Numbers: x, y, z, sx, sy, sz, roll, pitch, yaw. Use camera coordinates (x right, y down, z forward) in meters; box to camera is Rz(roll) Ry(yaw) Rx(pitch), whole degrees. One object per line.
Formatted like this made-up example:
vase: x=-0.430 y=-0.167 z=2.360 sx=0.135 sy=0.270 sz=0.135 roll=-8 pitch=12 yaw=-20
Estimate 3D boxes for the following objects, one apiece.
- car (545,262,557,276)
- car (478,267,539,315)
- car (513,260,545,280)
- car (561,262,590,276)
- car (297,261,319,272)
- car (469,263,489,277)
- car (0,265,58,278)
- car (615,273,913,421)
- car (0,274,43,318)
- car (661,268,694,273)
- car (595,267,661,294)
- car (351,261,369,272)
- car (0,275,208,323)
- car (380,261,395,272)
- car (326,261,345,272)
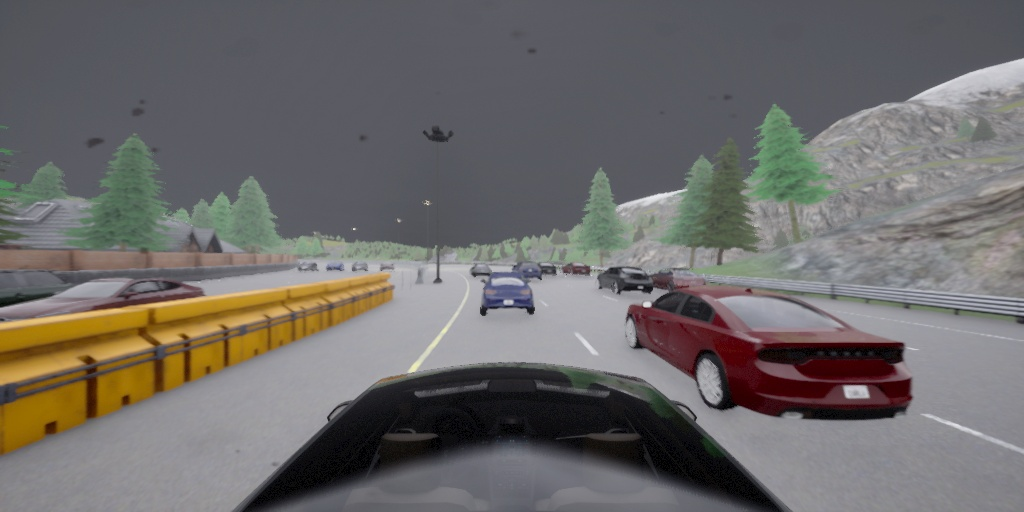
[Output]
car: x=3.441 y=1.387 z=39.824 sx=1.882 sy=1.535 sz=5.008 roll=0 pitch=0 yaw=-11
car: x=-0.234 y=1.326 z=13.839 sx=1.812 sy=1.442 sz=4.674 roll=0 pitch=0 yaw=-3
car: x=1.197 y=1.229 z=32.445 sx=2.097 sy=1.767 sz=4.553 roll=0 pitch=0 yaw=-9
car: x=7.013 y=1.388 z=39.816 sx=1.882 sy=1.535 sz=5.008 roll=0 pitch=0 yaw=-11
car: x=-28.431 y=1.434 z=50.087 sx=2.128 sy=1.511 sz=4.902 roll=0 pitch=0 yaw=-18
car: x=-3.405 y=1.465 z=38.295 sx=1.994 sy=1.385 sz=4.181 roll=0 pitch=0 yaw=-12
car: x=-14.275 y=1.128 z=9.144 sx=2.097 sy=1.767 sz=4.553 roll=0 pitch=0 yaw=-2
car: x=3.517 y=1.247 z=6.175 sx=1.882 sy=1.535 sz=5.008 roll=0 pitch=0 yaw=-1
car: x=-17.759 y=1.327 z=10.161 sx=2.033 sy=1.411 sz=5.357 roll=0 pitch=0 yaw=-2
car: x=9.702 y=1.400 z=21.565 sx=1.994 sy=1.385 sz=4.181 roll=0 pitch=0 yaw=-6
car: x=6.297 y=1.337 z=20.582 sx=1.837 sy=1.490 sz=4.892 roll=1 pitch=0 yaw=-5
car: x=-21.009 y=1.434 z=49.740 sx=2.128 sy=1.511 sz=4.902 roll=0 pitch=0 yaw=-17
car: x=-10.781 y=1.306 z=9.823 sx=1.812 sy=1.442 sz=4.674 roll=0 pitch=0 yaw=-2
car: x=-18.071 y=1.479 z=52.112 sx=1.812 sy=1.442 sz=4.674 roll=0 pitch=0 yaw=-17
car: x=-25.037 y=1.424 z=50.963 sx=1.882 sy=1.535 sz=5.008 roll=0 pitch=0 yaw=-18
